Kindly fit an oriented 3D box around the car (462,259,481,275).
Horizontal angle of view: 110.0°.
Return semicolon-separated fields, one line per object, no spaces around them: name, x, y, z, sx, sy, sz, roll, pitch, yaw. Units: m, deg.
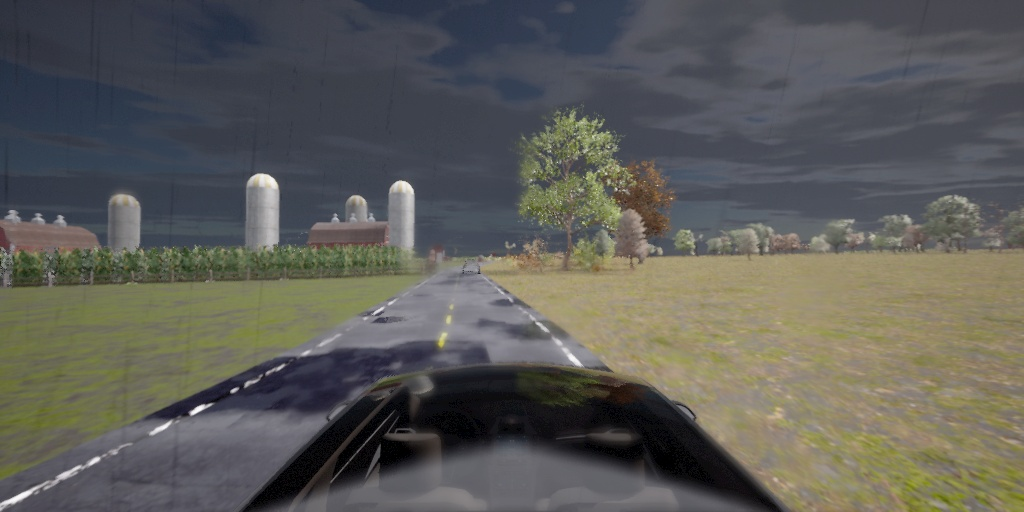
car;-4.271;1.085;37.662;2.033;1.649;4.856;0;0;-8
